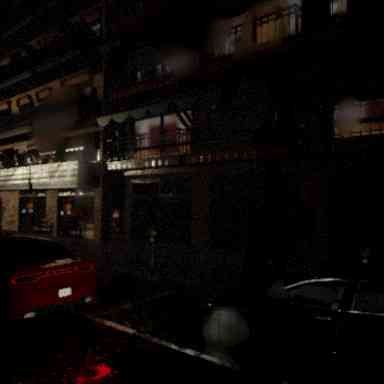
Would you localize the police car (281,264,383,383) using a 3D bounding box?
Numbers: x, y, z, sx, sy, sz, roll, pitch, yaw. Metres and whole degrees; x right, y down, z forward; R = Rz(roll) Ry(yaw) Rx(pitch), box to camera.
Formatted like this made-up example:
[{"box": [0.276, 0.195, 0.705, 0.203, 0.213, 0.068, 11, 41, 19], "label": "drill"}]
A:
[{"box": [3.175, 1.505, 1.314, 1.930, 1.638, 5.238, 2, -3, -41], "label": "police car"}]

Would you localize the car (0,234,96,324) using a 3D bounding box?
[{"box": [-4.275, 1.702, 7.544, 5.008, 1.535, 1.882, -1, -2, 37], "label": "car"}]

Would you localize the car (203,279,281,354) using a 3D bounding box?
[{"box": [2.189, 1.755, 4.877, 4.313, 1.339, 1.947, -1, -2, 37], "label": "car"}]
